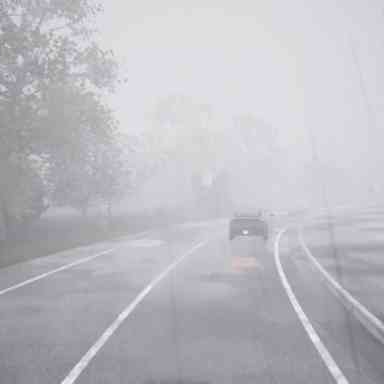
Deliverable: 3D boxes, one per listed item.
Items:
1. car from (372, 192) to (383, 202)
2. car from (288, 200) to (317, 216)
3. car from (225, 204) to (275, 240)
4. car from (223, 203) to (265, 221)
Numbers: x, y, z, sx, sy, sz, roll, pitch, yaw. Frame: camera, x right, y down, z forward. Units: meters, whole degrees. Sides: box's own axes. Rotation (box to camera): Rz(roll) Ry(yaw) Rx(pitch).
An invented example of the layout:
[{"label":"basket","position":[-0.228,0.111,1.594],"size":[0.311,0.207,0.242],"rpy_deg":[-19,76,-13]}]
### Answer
[{"label":"car","position":[33.827,0.854,59.129],"size":[4.902,1.511,2.128],"rpy_deg":[-4,-2,-37]},{"label":"car","position":[11.142,1.580,33.566],"size":[1.812,1.442,4.674],"rpy_deg":[-4,-2,34]},{"label":"car","position":[3.138,1.561,17.318],"size":[1.837,1.490,4.892],"rpy_deg":[-2,-1,17]},{"label":"car","position":[4.837,1.764,30.135],"size":[2.033,1.411,5.357],"rpy_deg":[-3,-2,29]}]
